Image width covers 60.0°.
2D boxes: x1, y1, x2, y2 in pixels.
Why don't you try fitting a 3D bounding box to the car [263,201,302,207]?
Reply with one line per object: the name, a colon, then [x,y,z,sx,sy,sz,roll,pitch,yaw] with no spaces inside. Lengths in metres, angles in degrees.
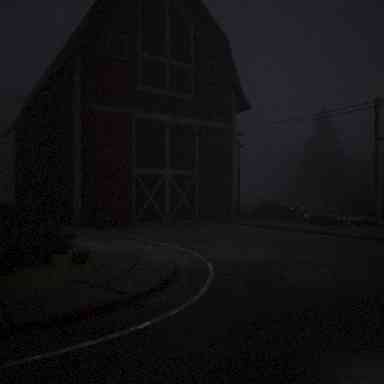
car: [8.872,1.627,33.867,1.895,1.301,4.718,0,0,-34]
